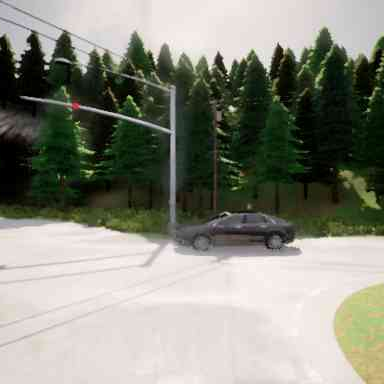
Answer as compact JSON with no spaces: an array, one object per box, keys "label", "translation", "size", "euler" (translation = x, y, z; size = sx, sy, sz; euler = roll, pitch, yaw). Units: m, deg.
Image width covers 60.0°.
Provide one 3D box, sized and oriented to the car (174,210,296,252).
[{"label":"car","translation":[1.730,1.533,13.539],"size":[4.892,1.490,1.837],"euler":[0,0,-6]}]
